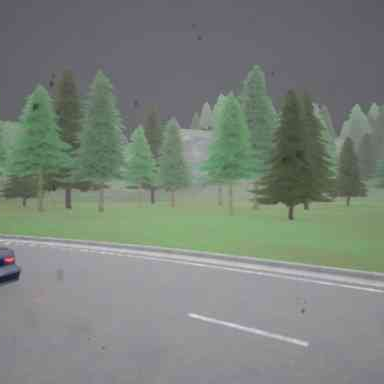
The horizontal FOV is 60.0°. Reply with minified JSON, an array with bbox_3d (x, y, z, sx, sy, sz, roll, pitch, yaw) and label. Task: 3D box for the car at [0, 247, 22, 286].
[{"bbox_3d":[-6.328,1.485,7.509,5.357,1.411,2.033,0,0,25],"label":"car"}]
